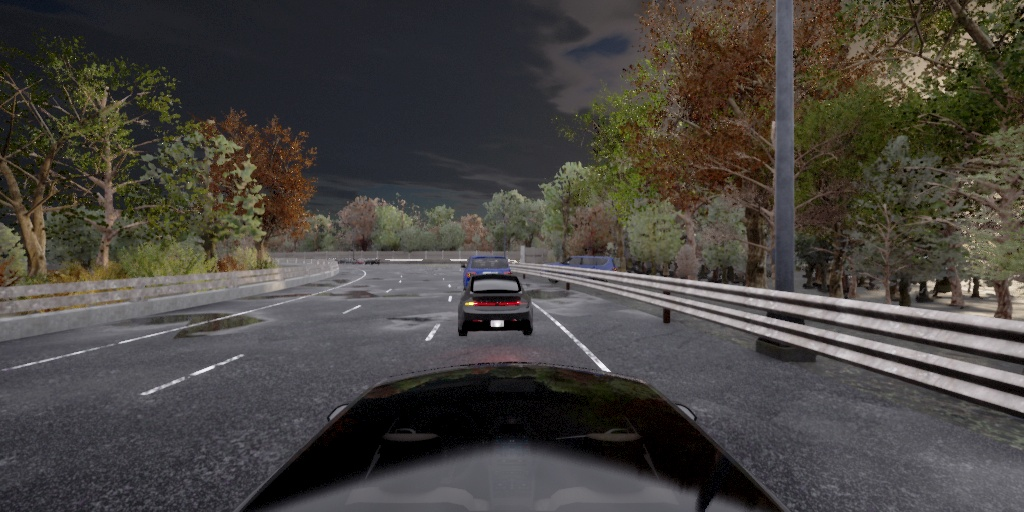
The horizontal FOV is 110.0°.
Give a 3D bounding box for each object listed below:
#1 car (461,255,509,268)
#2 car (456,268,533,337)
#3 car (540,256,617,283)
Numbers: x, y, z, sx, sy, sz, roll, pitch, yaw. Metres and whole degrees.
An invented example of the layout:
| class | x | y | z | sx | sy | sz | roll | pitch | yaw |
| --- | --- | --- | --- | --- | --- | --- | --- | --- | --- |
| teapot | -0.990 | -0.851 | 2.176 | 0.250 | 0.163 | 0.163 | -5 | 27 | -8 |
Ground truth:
| class | x | y | z | sx | sy | sz | roll | pitch | yaw |
| --- | --- | --- | --- | --- | --- | --- | --- | --- | --- |
| car | -1.320 | 0.968 | 17.850 | 2.150 | 2.045 | 5.566 | 0 | 0 | -9 |
| car | -0.543 | 1.253 | 10.369 | 1.837 | 1.490 | 4.892 | 0 | 0 | -5 |
| car | 4.850 | 0.978 | 26.153 | 5.566 | 2.045 | 2.150 | 3 | 1 | 7 |
